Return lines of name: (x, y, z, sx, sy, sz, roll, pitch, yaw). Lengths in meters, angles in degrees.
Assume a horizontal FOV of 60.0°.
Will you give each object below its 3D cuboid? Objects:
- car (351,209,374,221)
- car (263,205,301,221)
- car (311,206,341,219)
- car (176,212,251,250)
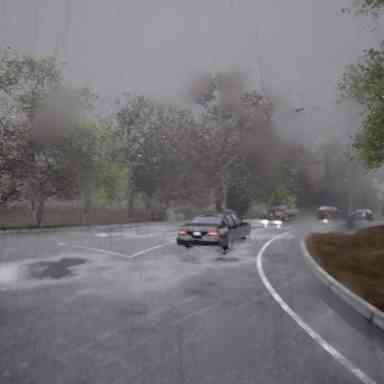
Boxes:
car: (24.331, 3.172, 47.579, 2.097, 1.767, 4.553, -1, -5, 43)
car: (8.221, 1.862, 30.177, 1.994, 1.385, 4.181, -1, -3, 43)
car: (15.308, 2.312, 37.841, 1.882, 1.535, 5.008, -1, -4, 43)
car: (1.122, 1.552, 14.372, 2.033, 1.411, 5.357, -1, 0, 22)
